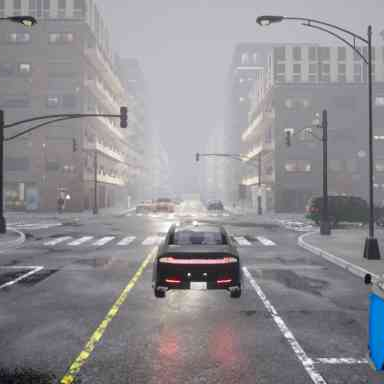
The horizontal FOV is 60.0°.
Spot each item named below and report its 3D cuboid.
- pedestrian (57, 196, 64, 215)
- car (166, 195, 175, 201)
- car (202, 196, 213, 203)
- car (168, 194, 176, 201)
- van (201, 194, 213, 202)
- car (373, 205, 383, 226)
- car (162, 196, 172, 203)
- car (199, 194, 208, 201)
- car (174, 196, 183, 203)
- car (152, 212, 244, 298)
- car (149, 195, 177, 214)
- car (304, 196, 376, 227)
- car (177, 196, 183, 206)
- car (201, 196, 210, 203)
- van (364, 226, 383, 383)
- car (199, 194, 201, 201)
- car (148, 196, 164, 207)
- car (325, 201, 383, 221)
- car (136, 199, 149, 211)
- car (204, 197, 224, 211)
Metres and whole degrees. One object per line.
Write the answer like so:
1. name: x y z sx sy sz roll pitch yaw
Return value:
1. pedestrian: -12.461 1.217 31.425 0.375 1.860 0.375 0 -1 1
2. car: -5.466 1.587 85.107 2.008 1.369 4.403 1 0 0
3. car: 2.816 1.567 45.588 2.008 1.369 4.403 1 0 0
4. car: -5.450 1.480 90.750 1.967 1.590 4.097 1 0 0
5. van: 2.847 1.362 56.873 1.690 1.788 3.998 1 0 0
6. car: 13.587 1.583 19.722 4.313 1.339 1.947 0 -1 1
7. car: -5.494 1.575 73.822 1.887 1.381 4.507 1 0 0
8. car: 2.918 1.352 85.086 2.192 1.841 5.009 1 0 0
9. car: -2.824 1.547 71.073 1.812 1.442 4.674 0 0 0
10. car: 0.122 1.494 8.488 2.128 1.511 4.902 0 0 0
11. car: -3.012 1.364 35.592 2.097 1.767 4.553 0 0 0
12. car: 10.418 1.270 22.252 5.566 2.045 2.150 0 -1 1
13. car: -2.947 1.568 55.839 2.033 1.411 5.357 0 0 0
14. car: 2.885 1.612 73.801 1.802 1.307 4.206 1 0 0
15. van: 2.679 1.342 1.999 1.690 1.788 3.998 1 0 0
16. car: 2.873 1.552 68.328 1.752 1.417 4.829 1 0 0
17. car: -5.548 1.459 51.252 1.967 1.590 4.097 1 0 0
18. car: 13.712 1.608 28.104 4.097 1.590 1.967 0 -1 1
19. car: -5.577 1.539 39.796 1.752 1.417 4.829 1 0 0
20. car: 2.802 1.580 39.946 1.947 1.339 4.313 1 0 0
